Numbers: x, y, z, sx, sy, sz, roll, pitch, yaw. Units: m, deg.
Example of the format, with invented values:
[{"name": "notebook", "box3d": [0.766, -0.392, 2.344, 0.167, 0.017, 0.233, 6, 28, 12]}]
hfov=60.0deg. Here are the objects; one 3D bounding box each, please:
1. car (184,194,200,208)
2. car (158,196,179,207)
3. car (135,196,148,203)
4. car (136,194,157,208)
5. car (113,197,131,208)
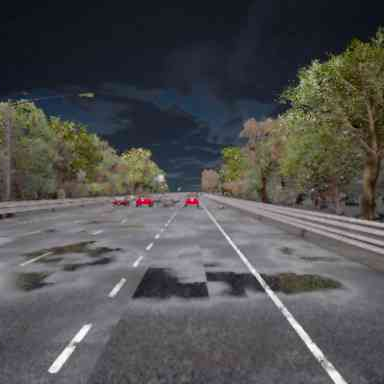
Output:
[{"name": "car", "box3d": [0.007, 1.238, 49.913, 2.150, 2.045, 5.566, 0, 0, 0]}, {"name": "car", "box3d": [-3.491, 1.516, 50.039, 2.128, 1.511, 4.902, 0, 0, 0]}, {"name": "car", "box3d": [-10.483, 1.559, 69.339, 2.128, 1.511, 4.902, 0, 0, 0]}, {"name": "car", "box3d": [-6.992, 1.239, 49.915, 2.150, 2.045, 5.566, 0, 0, 0]}, {"name": "car", "box3d": [-10.491, 1.501, 49.992, 1.882, 1.535, 5.008, 0, 0, 0]}]
